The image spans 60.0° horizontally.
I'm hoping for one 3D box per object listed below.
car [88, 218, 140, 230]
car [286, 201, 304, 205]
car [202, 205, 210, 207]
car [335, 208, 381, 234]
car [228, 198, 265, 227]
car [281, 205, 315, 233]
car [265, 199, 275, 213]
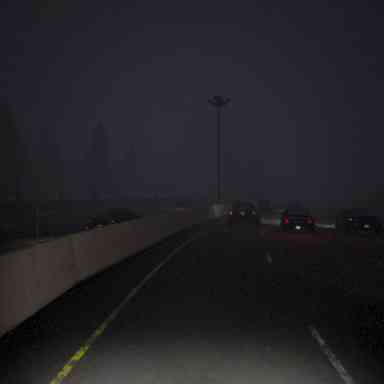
[{"bbox_3d":[-4.608,1.656,19.999,1.994,1.385,4.181,0,0,12],"label":"car"},{"bbox_3d":[11.748,1.723,38.015,1.882,1.535,5.008,0,0,18],"label":"car"},{"bbox_3d":[2.104,1.791,54.383,2.128,1.511,4.902,0,0,18],"label":"car"},{"bbox_3d":[9.996,1.669,20.208,1.812,1.442,4.674,0,0,14],"label":"car"},{"bbox_3d":[3.961,1.496,24.448,2.097,1.767,4.553,0,0,15],"label":"car"},{"bbox_3d":[6.595,1.737,21.109,1.895,1.301,4.718,0,0,14],"label":"car"},{"bbox_3d":[9.148,1.606,41.379,2.097,1.767,4.553,0,0,18],"label":"car"}]
